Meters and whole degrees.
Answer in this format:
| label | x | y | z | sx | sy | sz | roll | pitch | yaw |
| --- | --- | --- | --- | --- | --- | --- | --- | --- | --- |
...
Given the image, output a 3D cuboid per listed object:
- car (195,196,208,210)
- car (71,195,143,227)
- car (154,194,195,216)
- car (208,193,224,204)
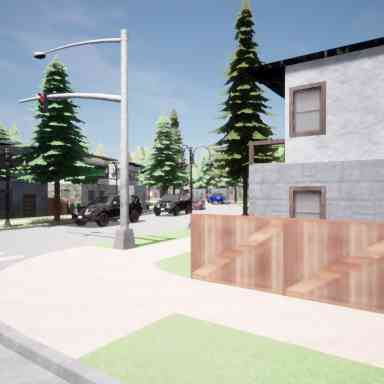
| label | x | y | z | sx | sy | sz | roll | pitch | yaw |
| --- | --- | --- | --- | --- | --- | --- | --- | --- | --- |
| car | 0.448 | 1.333 | 42.087 | 2.097 | 1.767 | 4.553 | 0 | 0 | 9 |
| car | -5.684 | 1.202 | 23.106 | 2.150 | 2.045 | 5.566 | 0 | 0 | 27 |
| car | -1.800 | 1.202 | 32.486 | 2.150 | 2.045 | 5.566 | 0 | 0 | 18 |
| car | 4.202 | 1.195 | 60.761 | 2.150 | 2.045 | 5.566 | 0 | -1 | -9 |
